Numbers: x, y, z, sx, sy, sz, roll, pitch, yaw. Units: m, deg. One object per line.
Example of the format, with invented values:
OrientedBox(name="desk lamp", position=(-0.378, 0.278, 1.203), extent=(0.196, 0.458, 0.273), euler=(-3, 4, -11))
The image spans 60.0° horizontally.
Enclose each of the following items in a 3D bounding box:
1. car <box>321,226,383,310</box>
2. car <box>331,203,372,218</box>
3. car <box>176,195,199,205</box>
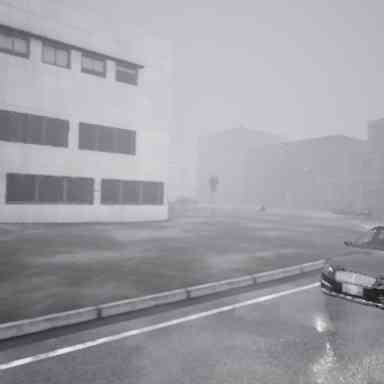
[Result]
OrientedBox(name="car", position=(4.868, 1.547, 7.642), extent=(4.902, 1.511, 2.128), euler=(1, 0, -39))
OrientedBox(name="car", position=(16.373, 1.857, 34.312), extent=(1.994, 1.385, 4.181), euler=(2, 0, -18))
OrientedBox(name="car", position=(-0.768, 1.355, 54.199), extent=(1.837, 1.490, 4.892), euler=(2, 0, -35))
